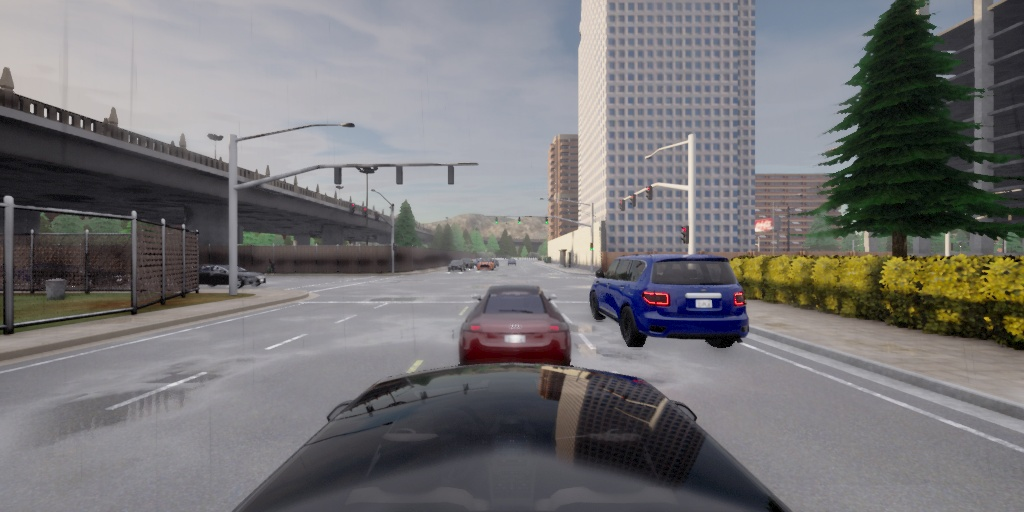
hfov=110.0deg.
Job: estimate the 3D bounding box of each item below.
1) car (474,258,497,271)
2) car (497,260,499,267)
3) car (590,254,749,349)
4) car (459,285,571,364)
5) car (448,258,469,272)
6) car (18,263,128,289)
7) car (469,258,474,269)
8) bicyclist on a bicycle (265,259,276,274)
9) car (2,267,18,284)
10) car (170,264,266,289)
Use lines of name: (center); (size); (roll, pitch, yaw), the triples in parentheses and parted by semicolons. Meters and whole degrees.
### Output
car: (-3.602, 1.099, 49.787); (2.097, 1.767, 4.553); (0, 0, 0)
car: (-3.600, 1.238, 58.859); (2.128, 1.511, 4.902); (0, 0, 0)
car: (3.567, 0.971, 9.296); (2.150, 2.045, 5.566); (0, 0, 1)
car: (0.064, 1.313, 7.821); (1.994, 1.385, 4.181); (0, 0, 0)
car: (-7.107, 1.252, 46.644); (1.837, 1.490, 4.892); (0, 0, 0)
car: (-27.760, 1.296, 23.115); (4.902, 1.511, 2.128); (0, 0, 0)
car: (-7.106, 1.099, 55.528); (2.097, 1.767, 4.553); (0, 0, 0)
bicyclist on a bicycle: (-25.308, 1.104, 37.603); (0.582, 1.620, 1.656); (0, 0, 0)
car: (-33.851, 1.281, 26.601); (5.008, 1.535, 1.882); (0, 0, 0)
car: (-18.602, 1.296, 23.137); (4.902, 1.511, 2.128); (0, 0, 0)
